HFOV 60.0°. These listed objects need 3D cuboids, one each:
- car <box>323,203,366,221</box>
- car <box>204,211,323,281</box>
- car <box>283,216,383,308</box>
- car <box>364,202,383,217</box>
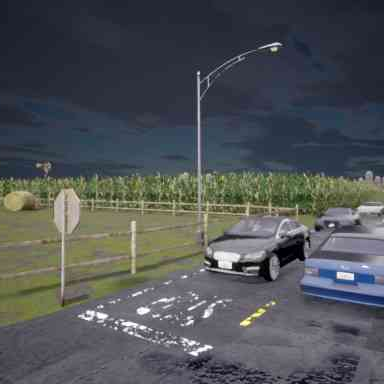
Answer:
[{"bbox_3d":[8.538,1.582,19.304,1.994,1.385,4.181,-1,0,35],"label":"car"},{"bbox_3d":[2.205,1.514,10.180,2.128,1.511,4.902,-1,0,35],"label":"car"},{"bbox_3d":[4.172,1.548,8.011,2.033,1.411,5.357,-1,0,35],"label":"car"},{"bbox_3d":[17.153,1.606,31.661,1.895,1.301,4.718,-1,0,36],"label":"car"}]
